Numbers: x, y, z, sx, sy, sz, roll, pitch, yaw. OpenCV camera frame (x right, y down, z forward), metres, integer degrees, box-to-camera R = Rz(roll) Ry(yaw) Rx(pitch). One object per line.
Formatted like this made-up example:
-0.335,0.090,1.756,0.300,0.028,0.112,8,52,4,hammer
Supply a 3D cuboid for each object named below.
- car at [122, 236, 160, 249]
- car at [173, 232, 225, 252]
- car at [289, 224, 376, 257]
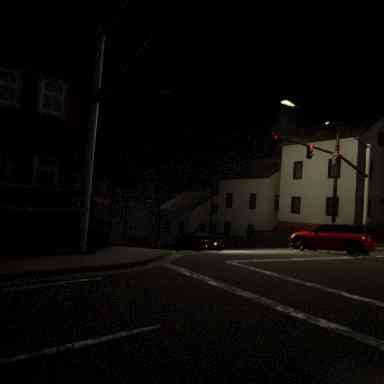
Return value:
-4.814,4.812,30.840,1.882,1.535,5.008,6,-15,-35,car
0.405,3.529,23.630,1.994,1.385,4.181,6,-12,-35,car
8.082,2.687,19.497,4.553,1.767,2.097,-3,-8,43,car
